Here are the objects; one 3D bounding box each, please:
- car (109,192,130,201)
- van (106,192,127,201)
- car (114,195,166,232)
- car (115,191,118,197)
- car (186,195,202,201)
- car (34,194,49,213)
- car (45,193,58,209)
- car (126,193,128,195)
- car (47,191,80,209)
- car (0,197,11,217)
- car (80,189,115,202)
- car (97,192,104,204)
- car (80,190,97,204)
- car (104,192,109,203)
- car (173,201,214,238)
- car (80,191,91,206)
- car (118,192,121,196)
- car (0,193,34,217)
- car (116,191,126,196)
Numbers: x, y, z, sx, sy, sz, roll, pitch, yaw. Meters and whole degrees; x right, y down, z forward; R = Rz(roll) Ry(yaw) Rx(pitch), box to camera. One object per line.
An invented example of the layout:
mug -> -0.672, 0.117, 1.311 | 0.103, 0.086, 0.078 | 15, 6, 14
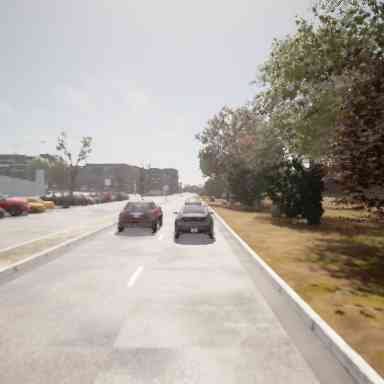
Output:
car -> -16.640, 1.027, 76.205 | 4.553, 1.767, 2.185 | -1, 0, -19
van -> -16.615, 0.929, 73.227 | 4.442, 1.987, 1.878 | -1, 0, -19
car -> -2.902, 1.252, 19.580 | 2.097, 1.767, 4.553 | 0, 1, 0
car -> -16.969, 1.171, 61.091 | 5.366, 1.575, 1.946 | -1, 0, -20
car -> 0.097, 1.316, 35.271 | 2.033, 1.411, 5.357 | 0, 0, 0
car -> -16.641, 1.282, 31.214 | 5.366, 1.575, 1.946 | -1, 0, -20
car -> -16.987, 1.267, 34.080 | 5.366, 1.575, 1.946 | -1, 1, -20
car -> -16.730, 0.908, 70.191 | 5.566, 2.045, 2.435 | -1, 0, -20
car -> -16.838, 0.978, 40.130 | 5.566, 2.045, 2.435 | -1, 1, -20
car -> -16.792, 1.368, 25.159 | 4.792, 1.488, 2.163 | -1, 0, -20
car -> -16.829, 0.924, 58.141 | 5.566, 2.045, 2.435 | -1, 0, -20
car -> -16.812, 1.187, 52.153 | 4.892, 1.521, 2.231 | -1, 0, -20
car -> -16.839, 1.068, 49.143 | 4.553, 1.767, 2.185 | -1, 0, -20
car -> -16.828, 1.209, 55.138 | 4.792, 1.488, 2.163 | -1, 0, -20
car -> 0.099, 1.427, 17.148 | 1.837, 1.490, 4.892 | 0, 1, 0
car -> -16.778, 1.076, 46.157 | 4.553, 1.767, 2.185 | -1, 1, -20
car -> -16.781, 1.207, 64.158 | 4.674, 1.452, 2.002 | -1, 0, -20
car -> -16.796, 1.062, 28.160 | 5.566, 2.045, 2.435 | -1, 0, -20
car -> -16.801, 0.912, 67.154 | 5.566, 2.045, 2.435 | -1, 0, -20
